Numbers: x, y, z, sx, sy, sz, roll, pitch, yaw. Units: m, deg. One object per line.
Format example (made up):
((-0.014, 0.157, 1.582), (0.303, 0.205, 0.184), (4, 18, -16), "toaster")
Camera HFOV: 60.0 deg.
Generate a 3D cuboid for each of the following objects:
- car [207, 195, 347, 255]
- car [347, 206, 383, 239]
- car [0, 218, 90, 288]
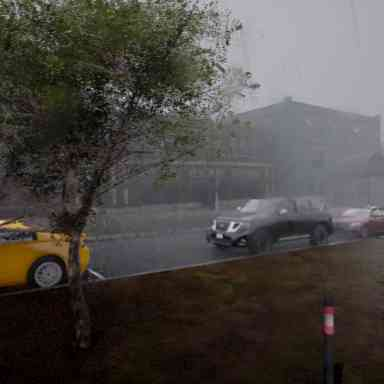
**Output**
((3.222, 1.165, 12.977), (5.566, 2.045, 2.435), (0, 0, -35), "car")
((8.708, 1.462, 16.900), (4.674, 1.452, 2.002), (0, 0, -35), "car")
((-4.820, 1.363, 7.229), (5.008, 1.535, 2.097), (0, 0, -33), "car")
